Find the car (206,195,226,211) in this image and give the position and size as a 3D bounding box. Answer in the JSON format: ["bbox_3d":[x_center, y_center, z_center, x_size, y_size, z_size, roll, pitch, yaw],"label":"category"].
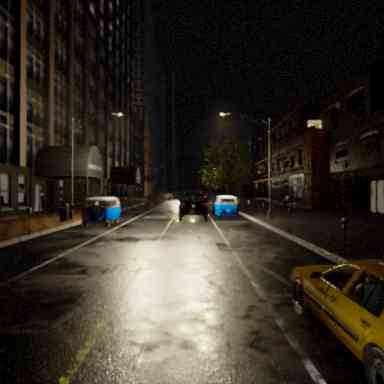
[{"bbox_3d":[2.699,1.217,37.686,1.967,1.590,4.097,1,0,0],"label":"car"}]

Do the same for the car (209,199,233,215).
[{"bbox_3d":[2.697,1.378,32.141,1.947,1.339,4.313,1,0,0],"label":"car"}]

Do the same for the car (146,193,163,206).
[{"bbox_3d":[-5.685,1.287,48.777,1.802,1.307,4.206,1,0,0],"label":"car"}]

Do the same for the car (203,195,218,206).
[{"bbox_3d":[2.696,1.250,48.780,1.887,1.381,4.507,1,0,0],"label":"car"}]

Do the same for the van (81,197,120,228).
[{"bbox_3d":[-5.678,1.221,21.046,1.690,1.788,3.998,1,0,0],"label":"van"}]

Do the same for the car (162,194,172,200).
[{"bbox_3d":[-5.687,1.078,76.508,1.947,1.339,4.313,1,0,0],"label":"car"}]

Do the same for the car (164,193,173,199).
[{"bbox_3d":[-5.687,0.999,81.882,1.752,1.417,4.829,1,0,0],"label":"car"}]

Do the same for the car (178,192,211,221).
[{"bbox_3d":[0.097,1.069,26.076,2.150,2.045,5.566,0,0,0],"label":"car"}]

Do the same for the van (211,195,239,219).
[{"bbox_3d":[2.701,1.187,26.593,1.690,1.788,3.998,1,0,0],"label":"van"}]

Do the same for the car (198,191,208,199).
[{"bbox_3d":[2.696,0.788,82.054,2.192,1.841,5.009,1,0,0],"label":"car"}]

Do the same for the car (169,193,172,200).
[{"bbox_3d":[-5.686,1.079,70.790,1.752,1.417,4.829,1,0,0],"label":"car"}]

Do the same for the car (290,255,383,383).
[{"bbox_3d":[2.701,1.500,4.579,1.752,1.417,4.829,1,0,0],"label":"car"}]

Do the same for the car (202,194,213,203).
[{"bbox_3d":[2.696,1.154,60.041,1.752,1.417,4.829,1,0,0],"label":"car"}]

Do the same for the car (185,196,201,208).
[{"bbox_3d":[0.095,1.280,44.641,2.033,1.411,5.357,0,0,0],"label":"car"}]

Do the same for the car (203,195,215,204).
[{"bbox_3d":[2.695,1.250,54.326,1.802,1.307,4.206,1,0,0],"label":"car"}]

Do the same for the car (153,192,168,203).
[{"bbox_3d":[-5.681,0.983,54.321,2.192,1.841,5.009,1,0,0],"label":"car"}]

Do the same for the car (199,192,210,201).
[{"bbox_3d":[2.697,0.868,70.962,2.192,1.841,5.009,1,0,0],"label":"car"}]
